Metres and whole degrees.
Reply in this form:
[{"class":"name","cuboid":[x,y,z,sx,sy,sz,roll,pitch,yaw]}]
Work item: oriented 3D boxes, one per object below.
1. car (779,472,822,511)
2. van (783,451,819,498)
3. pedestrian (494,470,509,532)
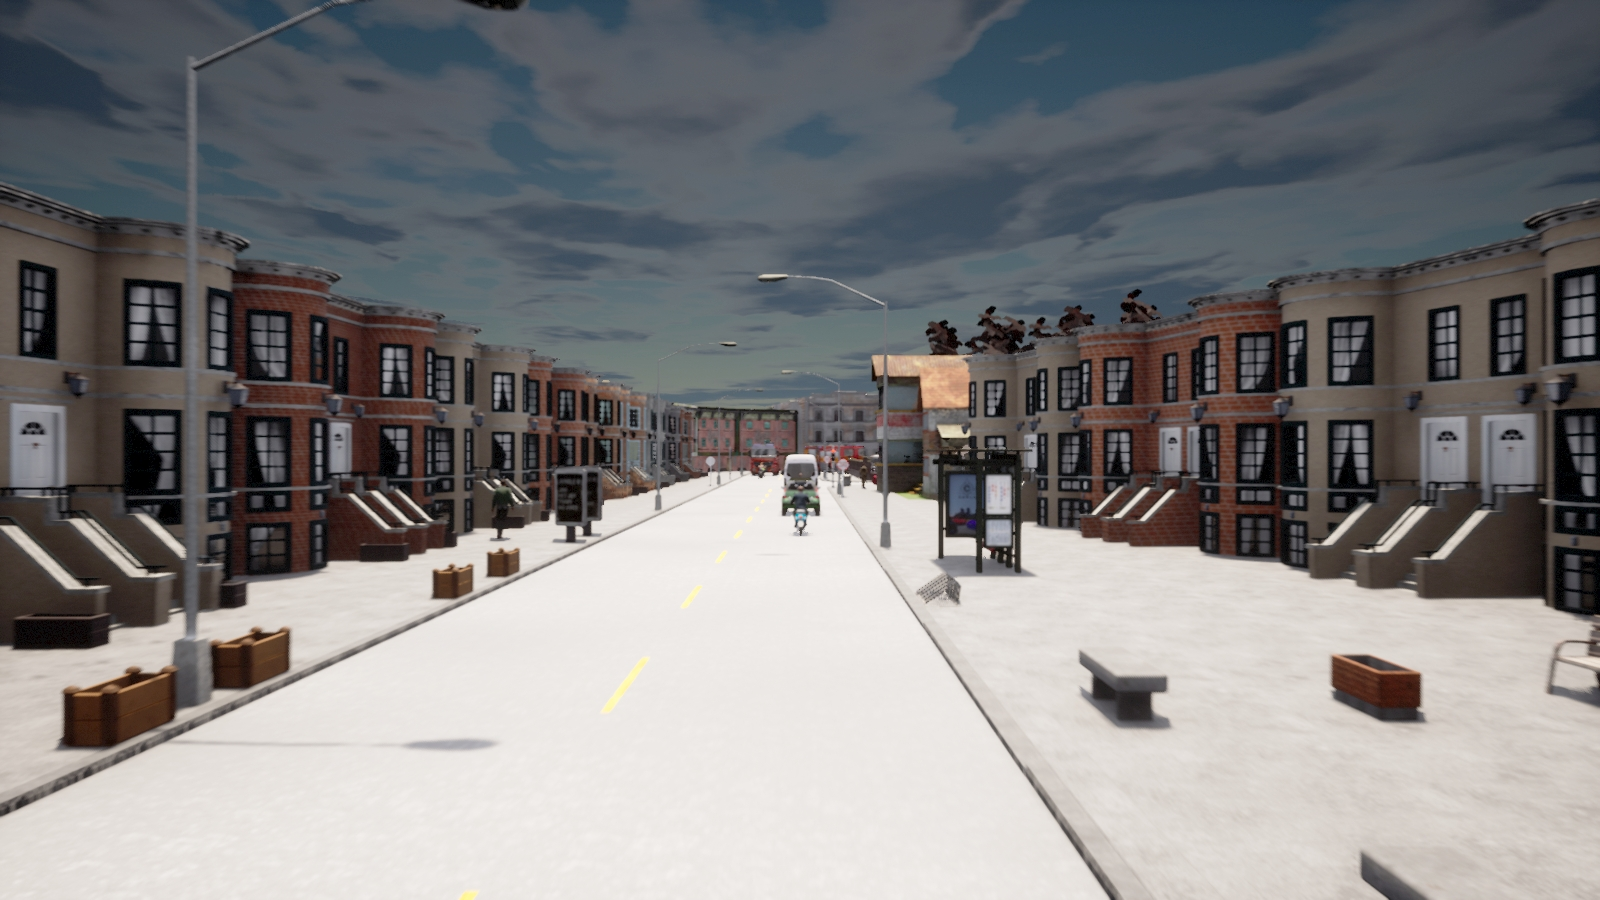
[{"class":"car","cuboid":[0.035,1.815,51.337,1.851,1.617,3.988,0,0,0]},{"class":"van","cuboid":[0.044,1.360,66.103,1.988,2.561,5.915,0,0,0]},{"class":"pedestrian","cuboid":[-9.049,1.548,34.606,0.375,1.860,0.375,0,0,-6]}]
